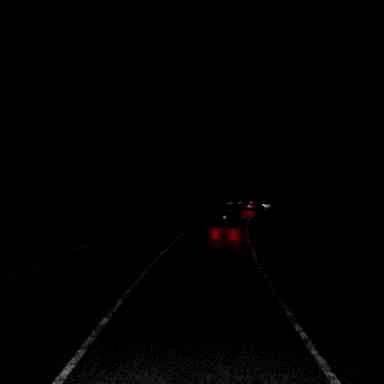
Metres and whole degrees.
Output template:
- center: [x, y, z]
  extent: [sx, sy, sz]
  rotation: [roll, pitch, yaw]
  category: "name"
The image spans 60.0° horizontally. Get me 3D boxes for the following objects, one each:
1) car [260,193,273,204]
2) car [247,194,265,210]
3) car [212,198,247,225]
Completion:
- center: [13.661, 1.155, 62.223]
  extent: [2.150, 2.045, 5.566]
  rotation: [3, 1, 31]
  category: "car"
- center: [7.479, 1.407, 41.070]
  extent: [1.837, 1.490, 4.892]
  rotation: [2, 0, 20]
  category: "car"
- center: [2.552, 1.392, 23.488]
  extent: [2.128, 1.511, 4.902]
  rotation: [1, 0, 11]
  category: "car"
